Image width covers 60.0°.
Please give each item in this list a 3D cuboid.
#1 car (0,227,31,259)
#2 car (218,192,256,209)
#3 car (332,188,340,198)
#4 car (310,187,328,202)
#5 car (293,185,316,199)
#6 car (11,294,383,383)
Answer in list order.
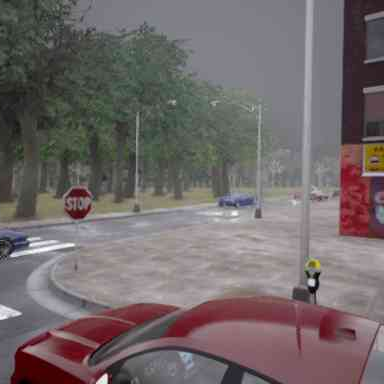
[{"bbox_3d":[-7.555,1.411,9.415,2.033,1.411,5.357,1,2,35],"label":"car"},{"bbox_3d":[4.294,0.717,31.135,1.882,1.535,5.008,1,2,35],"label":"car"},{"bbox_3d":[24.160,0.140,53.957,1.837,1.490,4.892,1,2,35],"label":"car"},{"bbox_3d":[16.024,0.466,42.532,1.812,1.442,4.674,1,2,35],"label":"car"},{"bbox_3d":[16.449,0.039,48.034,2.150,2.045,5.566,1,2,35],"label":"car"},{"bbox_3d":[0.363,1.541,2.534,4.507,1.381,1.887,0,1,35],"label":"car"}]
